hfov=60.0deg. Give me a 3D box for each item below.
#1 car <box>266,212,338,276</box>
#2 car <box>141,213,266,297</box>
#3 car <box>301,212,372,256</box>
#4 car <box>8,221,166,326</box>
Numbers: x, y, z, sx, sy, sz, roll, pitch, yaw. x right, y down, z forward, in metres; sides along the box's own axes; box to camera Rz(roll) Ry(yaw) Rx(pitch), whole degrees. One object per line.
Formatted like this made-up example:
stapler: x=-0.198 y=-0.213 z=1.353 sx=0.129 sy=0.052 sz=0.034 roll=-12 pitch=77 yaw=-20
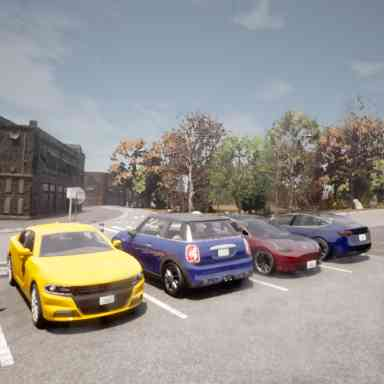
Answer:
car: x=1.733 y=1.482 z=10.625 sx=2.163 sy=1.488 sz=4.792 roll=0 pitch=0 yaw=-35
car: x=-0.538 y=1.343 z=9.010 sx=2.185 sy=1.767 sz=4.553 roll=0 pitch=0 yaw=-35
car: x=3.970 y=1.464 z=12.284 sx=2.163 sy=1.488 sz=4.792 roll=0 pitch=0 yaw=-35
car: x=-2.825 y=1.479 z=7.432 sx=2.097 sy=1.535 sz=5.008 roll=0 pitch=0 yaw=-35
